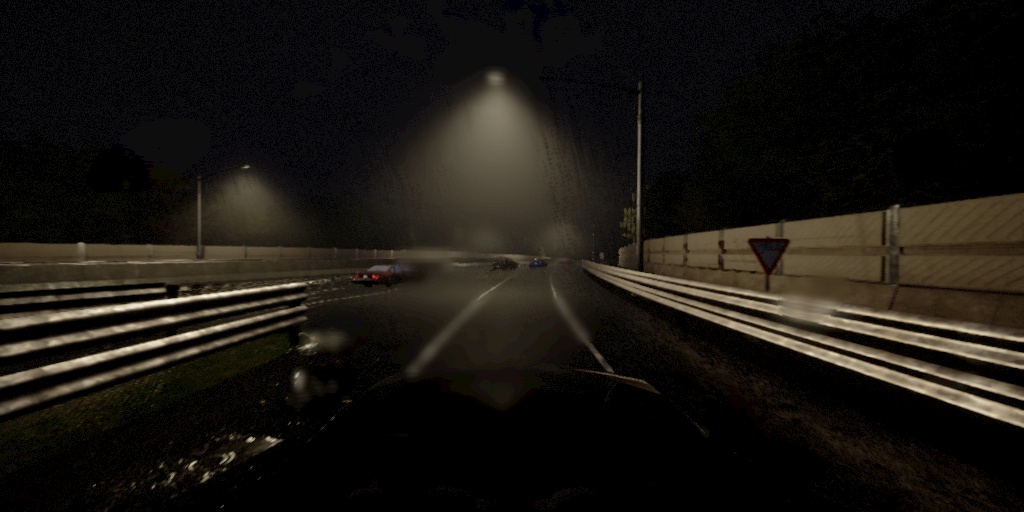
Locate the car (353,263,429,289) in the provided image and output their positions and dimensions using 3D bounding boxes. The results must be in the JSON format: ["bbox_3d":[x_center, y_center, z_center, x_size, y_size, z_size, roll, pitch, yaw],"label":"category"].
[{"bbox_3d":[-7.259,1.157,22.106,2.033,1.411,5.357,0,1,19],"label":"car"}]

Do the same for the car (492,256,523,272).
[{"bbox_3d":[-0.732,0.961,41.094,2.128,1.511,4.902,0,0,19],"label":"car"}]

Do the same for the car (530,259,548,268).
[{"bbox_3d":[4.147,1.124,55.260,1.994,1.385,4.181,0,0,19],"label":"car"}]
